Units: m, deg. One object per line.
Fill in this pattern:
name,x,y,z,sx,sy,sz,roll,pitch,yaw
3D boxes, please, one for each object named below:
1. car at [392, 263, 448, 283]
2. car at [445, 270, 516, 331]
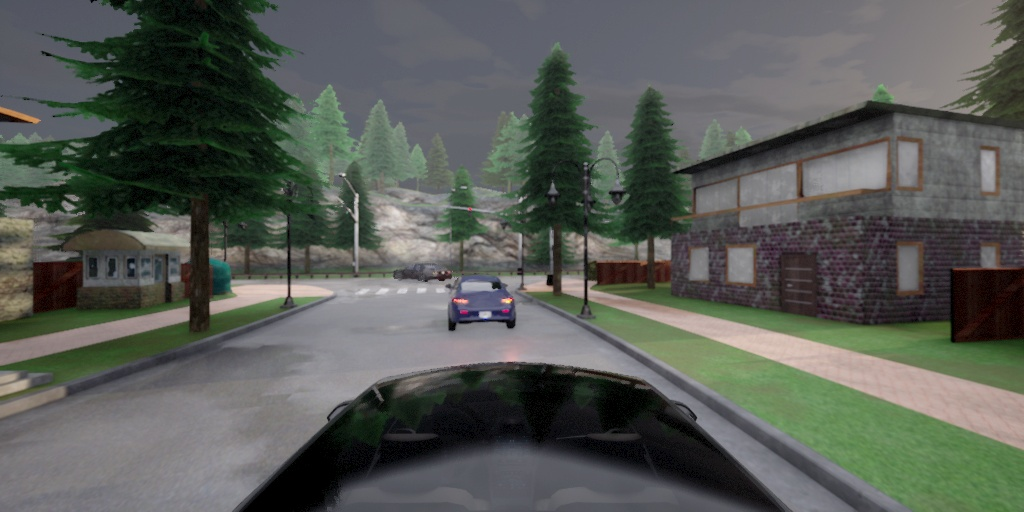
car,-6.946,1.246,27.448,5.357,1.411,2.033,1,0,39
car,-1.054,1.292,11.083,1.812,1.442,4.674,0,0,-10
